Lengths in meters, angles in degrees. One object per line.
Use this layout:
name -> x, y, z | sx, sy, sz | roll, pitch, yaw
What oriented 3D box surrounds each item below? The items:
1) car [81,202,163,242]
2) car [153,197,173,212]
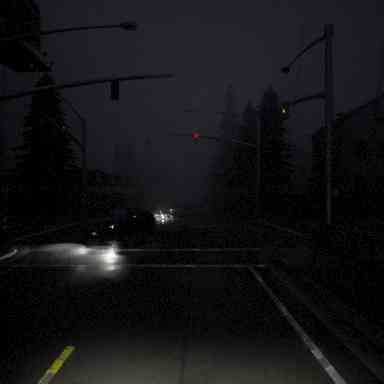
car -> -3.367, 1.459, 16.197 | 1.812, 1.442, 4.674 | -2, 0, 20
car -> -3.627, 1.491, 38.102 | 2.128, 1.511, 4.902 | 0, 0, 0
